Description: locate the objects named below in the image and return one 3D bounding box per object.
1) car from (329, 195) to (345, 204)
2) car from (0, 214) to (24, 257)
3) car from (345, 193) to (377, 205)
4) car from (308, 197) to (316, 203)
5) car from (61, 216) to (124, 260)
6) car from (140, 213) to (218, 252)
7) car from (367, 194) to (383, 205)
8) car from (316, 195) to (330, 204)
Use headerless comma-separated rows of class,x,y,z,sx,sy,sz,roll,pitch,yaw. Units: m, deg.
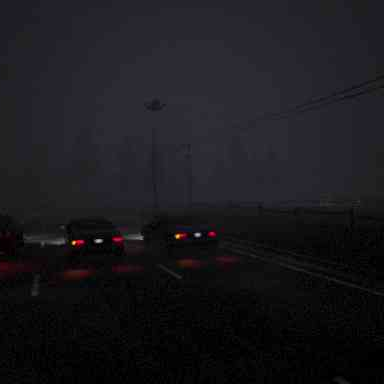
car,28.994,1.550,62.569,4.902,1.511,2.128,0,0,-22
car,-7.873,1.617,13.208,1.882,1.535,5.008,0,0,-23
car,30.887,1.217,59.589,5.566,2.045,2.150,0,0,-22
car,26.309,1.611,69.032,4.674,1.442,1.812,0,0,-22
car,-3.997,1.649,13.007,2.033,1.411,5.357,0,0,-23
car,-0.771,1.625,14.358,2.033,1.411,5.357,0,0,-23
car,32.731,1.466,56.586,4.892,1.490,1.837,-1,0,-22
car,27.672,1.413,65.810,4.553,1.767,2.097,0,0,-22
